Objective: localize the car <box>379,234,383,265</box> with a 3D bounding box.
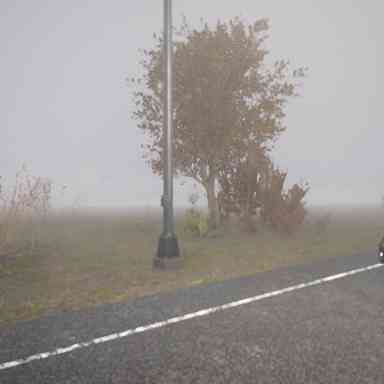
[{"bbox_3d":[7.531,1.190,9.394,5.566,2.045,2.150,0,0,-36],"label":"car"}]
